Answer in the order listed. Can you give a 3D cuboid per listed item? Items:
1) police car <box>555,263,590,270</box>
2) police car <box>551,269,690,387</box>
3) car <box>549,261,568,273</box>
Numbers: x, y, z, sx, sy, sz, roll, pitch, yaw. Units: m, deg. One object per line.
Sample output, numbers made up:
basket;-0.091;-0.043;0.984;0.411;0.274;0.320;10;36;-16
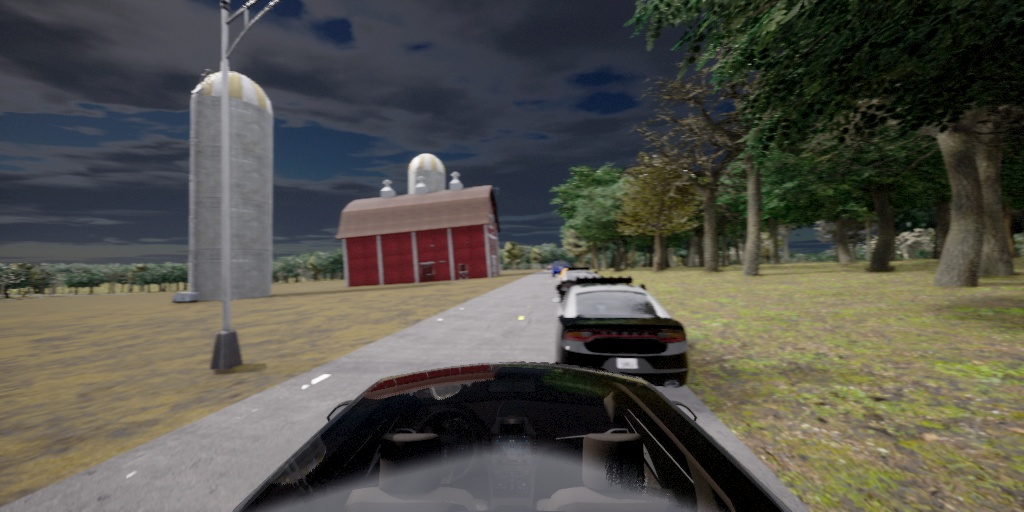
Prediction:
police car;3.176;1.344;17.129;1.930;1.638;5.238;-1;-1;8
police car;1.835;1.216;7.217;1.930;1.638;5.238;-1;-1;8
car;6.211;1.630;45.445;2.150;2.045;5.566;-1;-1;8
